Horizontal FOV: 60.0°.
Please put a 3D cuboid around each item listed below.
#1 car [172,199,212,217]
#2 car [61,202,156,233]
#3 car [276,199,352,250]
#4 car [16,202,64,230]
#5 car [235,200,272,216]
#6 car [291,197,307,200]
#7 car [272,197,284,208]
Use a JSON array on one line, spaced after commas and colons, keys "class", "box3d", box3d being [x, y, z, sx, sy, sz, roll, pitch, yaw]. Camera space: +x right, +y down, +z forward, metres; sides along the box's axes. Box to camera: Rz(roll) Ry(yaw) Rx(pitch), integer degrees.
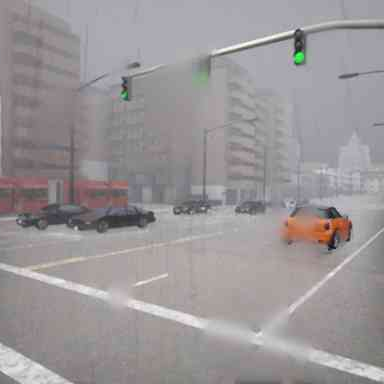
[{"class": "car", "box3d": [0.109, 1.480, 31.545, 1.837, 1.490, 4.892, 1, 0, 35]}, {"class": "car", "box3d": [-4.344, 1.436, 18.987, 2.033, 1.411, 5.357, 1, 0, 35]}, {"class": "car", "box3d": [5.700, 1.394, 14.866, 2.097, 1.767, 4.553, 1, 0, 35]}, {"class": "car", "box3d": [-7.976, 1.359, 19.911, 1.812, 1.442, 4.674, 1, 0, 35]}, {"class": "car", "box3d": [6.080, 1.589, 34.005, 1.837, 1.490, 4.892, 1, 0, 35]}, {"class": "car", "box3d": [15.234, 1.436, 47.035, 1.837, 1.490, 4.892, 1, 0, 35]}, {"class": "car", "box3d": [12.230, 1.805, 48.859, 1.994, 1.385, 4.181, 1, 0, 35]}]
